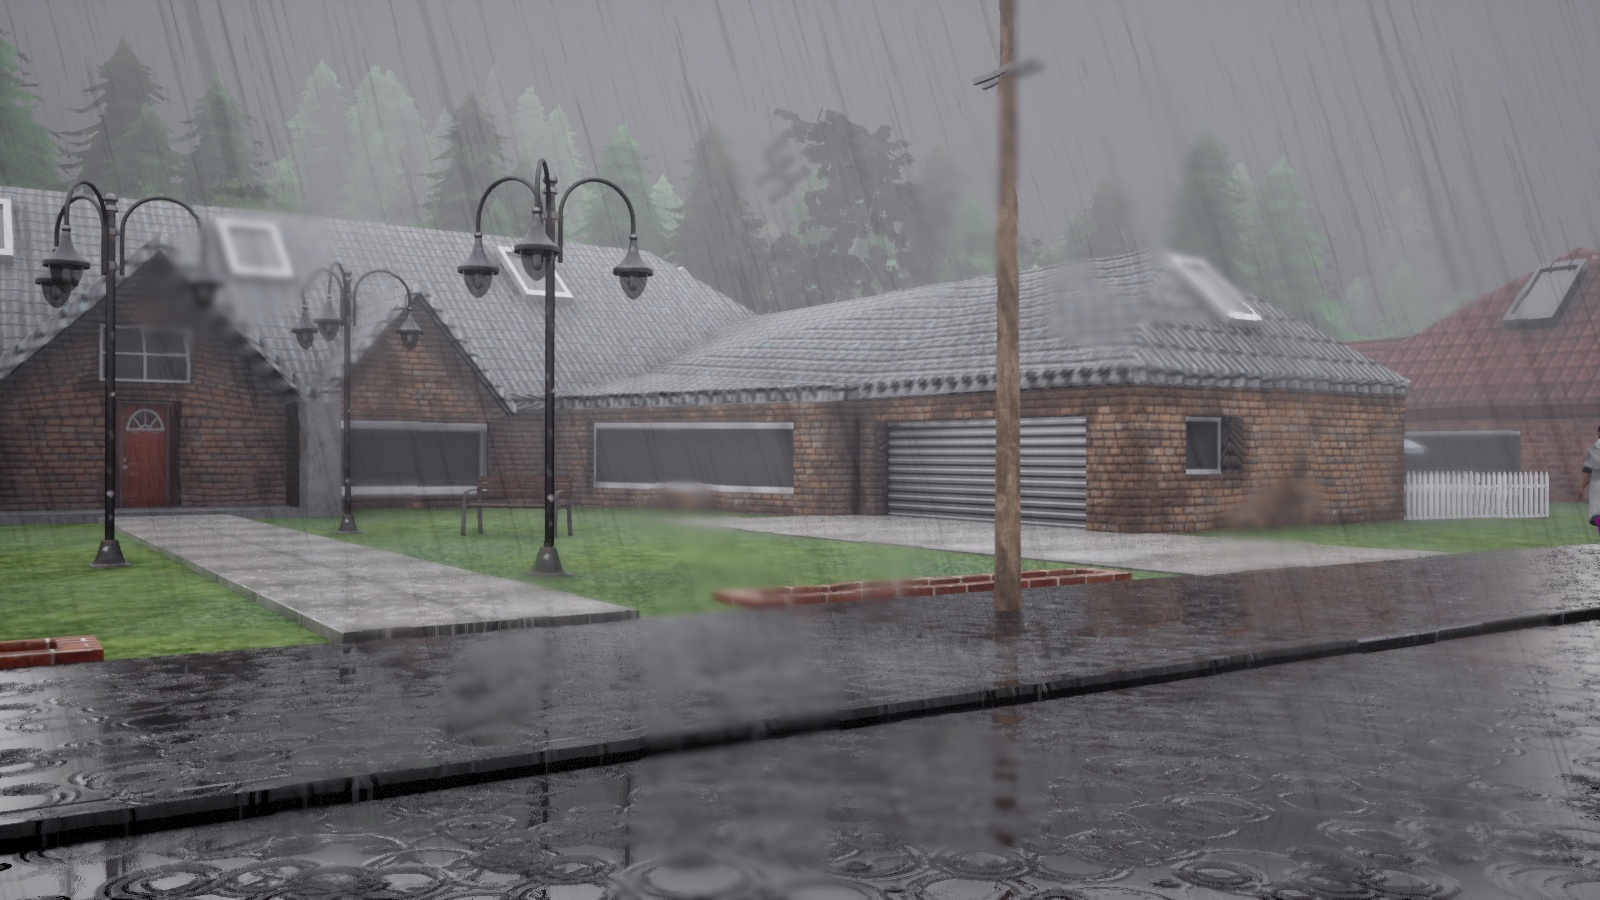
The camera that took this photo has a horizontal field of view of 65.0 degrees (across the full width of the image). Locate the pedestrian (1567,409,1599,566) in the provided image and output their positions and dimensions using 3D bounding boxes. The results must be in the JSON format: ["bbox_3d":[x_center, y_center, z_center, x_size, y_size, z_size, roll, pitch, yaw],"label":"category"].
[{"bbox_3d":[10.261,0.467,15.869,0.873,1.952,0.659,0,0,-34],"label":"pedestrian"}]
